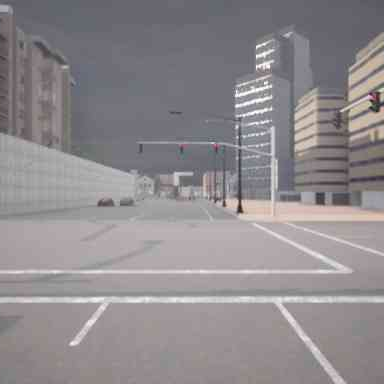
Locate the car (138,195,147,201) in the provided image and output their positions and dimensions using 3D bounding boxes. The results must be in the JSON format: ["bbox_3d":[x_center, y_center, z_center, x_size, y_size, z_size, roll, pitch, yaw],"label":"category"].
[{"bbox_3d":[-10.513,1.399,70.011,1.837,1.490,4.892,0,0,0],"label":"car"}]

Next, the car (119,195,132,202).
[{"bbox_3d":[-14.013,1.424,70.010,1.812,1.442,4.674,0,0,0],"label":"car"}]

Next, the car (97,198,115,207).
[{"bbox_3d":[-14.086,1.699,54.504,1.882,1.535,5.008,0,0,0],"label":"car"}]

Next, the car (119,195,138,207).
[{"bbox_3d":[-10.587,1.726,54.557,1.837,1.490,4.892,0,0,0],"label":"car"}]
